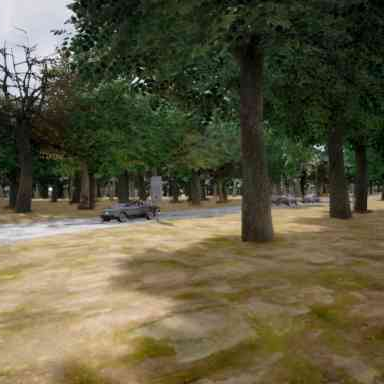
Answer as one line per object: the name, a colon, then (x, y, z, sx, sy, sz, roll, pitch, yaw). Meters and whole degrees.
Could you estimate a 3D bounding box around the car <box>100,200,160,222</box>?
car: (-4.615, 1.412, 24.430, 1.994, 1.385, 4.181, -2, -1, 38)

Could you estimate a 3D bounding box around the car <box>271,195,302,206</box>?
car: (13.724, 1.207, 47.888, 1.837, 1.490, 4.892, -2, -1, 38)

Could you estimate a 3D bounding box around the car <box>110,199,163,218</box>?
car: (-4.911, 1.460, 29.906, 1.812, 1.442, 4.674, -2, -1, 38)

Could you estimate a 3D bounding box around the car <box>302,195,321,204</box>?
car: (20.101, 1.204, 56.140, 2.033, 1.411, 5.357, -2, -1, 38)
